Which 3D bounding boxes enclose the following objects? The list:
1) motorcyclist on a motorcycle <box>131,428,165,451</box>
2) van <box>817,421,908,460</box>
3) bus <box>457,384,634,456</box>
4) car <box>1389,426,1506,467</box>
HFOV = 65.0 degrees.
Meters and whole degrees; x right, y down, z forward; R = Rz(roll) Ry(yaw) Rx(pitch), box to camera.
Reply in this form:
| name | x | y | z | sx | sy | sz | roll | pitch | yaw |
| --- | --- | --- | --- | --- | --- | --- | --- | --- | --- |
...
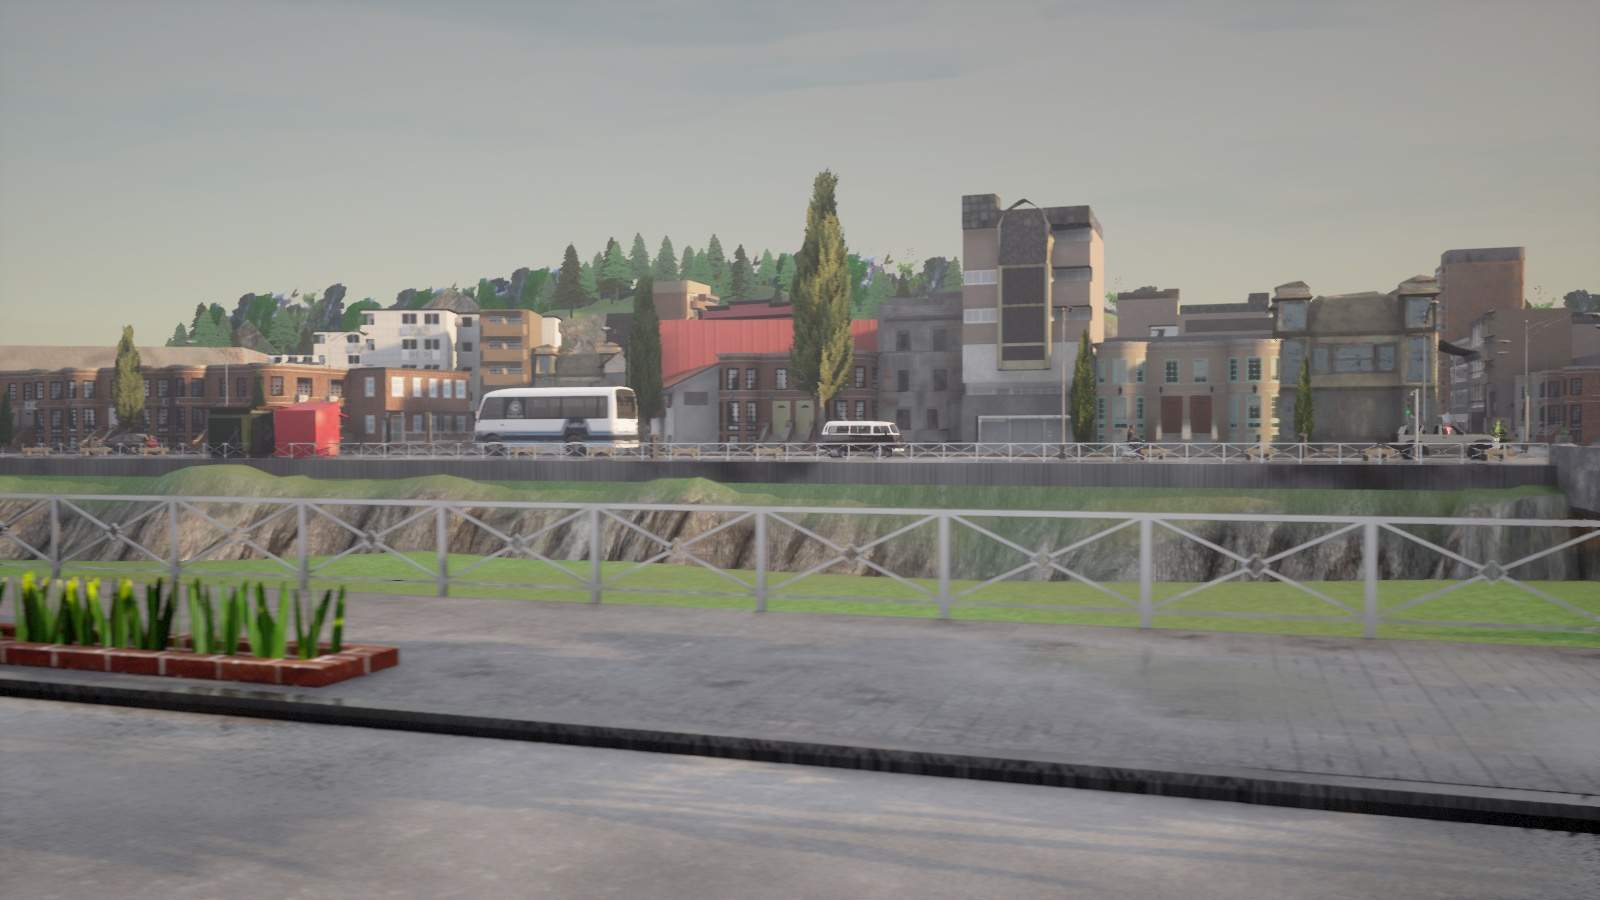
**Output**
| name | x | y | z | sx | sy | sz | roll | pitch | yaw |
| --- | --- | --- | --- | --- | --- | --- | --- | --- | --- |
| motorcyclist on a motorcycle | -43.282 | -0.689 | 83.378 | 2.044 | 1.523 | 0.797 | 1 | 1 | 19 |
| van | 3.363 | -0.522 | 67.696 | 4.480 | 2.038 | 2.069 | 1 | 1 | 19 |
| bus | -15.868 | -1.865 | 78.362 | 10.273 | 4.253 | 3.944 | 1 | 1 | 19 |
| car | 30.158 | -0.183 | 58.677 | 4.605 | 1.855 | 1.932 | 1 | 1 | 19 |
